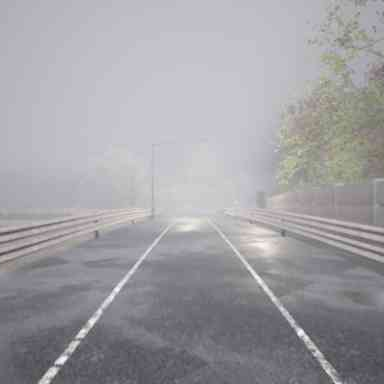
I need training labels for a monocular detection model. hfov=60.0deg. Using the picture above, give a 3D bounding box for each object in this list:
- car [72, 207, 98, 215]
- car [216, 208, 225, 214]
[{"bbox_3d":[-14.879,2.952,48.014,4.674,1.442,1.812,3,-4,-43],"label":"car"},{"bbox_3d":[7.252,4.406,76.147,2.033,1.411,5.357,-1,-3,28],"label":"car"}]
